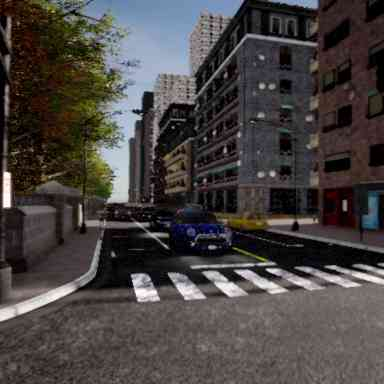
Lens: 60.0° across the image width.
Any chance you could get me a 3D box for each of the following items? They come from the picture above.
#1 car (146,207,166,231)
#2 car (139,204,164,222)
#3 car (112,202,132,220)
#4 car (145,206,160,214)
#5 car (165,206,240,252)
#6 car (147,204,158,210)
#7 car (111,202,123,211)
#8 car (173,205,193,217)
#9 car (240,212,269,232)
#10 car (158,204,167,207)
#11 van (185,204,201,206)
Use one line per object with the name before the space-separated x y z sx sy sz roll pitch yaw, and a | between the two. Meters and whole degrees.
car | -2.117 2.114 25.301 1.812 1.442 4.674 1 -2 -14
car | -4.563 2.345 35.246 1.837 1.490 4.892 1 -2 -14
car | -8.072 2.340 38.636 1.967 1.590 4.097 1 -2 -14
car | -6.948 3.058 58.197 1.895 1.301 4.718 1 -2 -14
car | 0.295 1.694 15.560 2.097 1.767 4.553 1 -2 -14
car | -9.237 3.550 78.268 2.008 1.369 4.403 1 -2 -14
car | -16.040 3.040 70.891 2.192 1.841 5.009 1 -2 -14
car | -1.266 2.612 46.020 1.967 1.590 4.097 1 -2 -14
car | 4.005 2.156 24.681 1.752 1.417 4.829 1 -2 -14
car | -4.541 2.560 48.456 2.097 1.767 4.553 1 -2 -13
van | 0.064 2.376 40.648 1.690 1.788 3.998 1 -2 -14
